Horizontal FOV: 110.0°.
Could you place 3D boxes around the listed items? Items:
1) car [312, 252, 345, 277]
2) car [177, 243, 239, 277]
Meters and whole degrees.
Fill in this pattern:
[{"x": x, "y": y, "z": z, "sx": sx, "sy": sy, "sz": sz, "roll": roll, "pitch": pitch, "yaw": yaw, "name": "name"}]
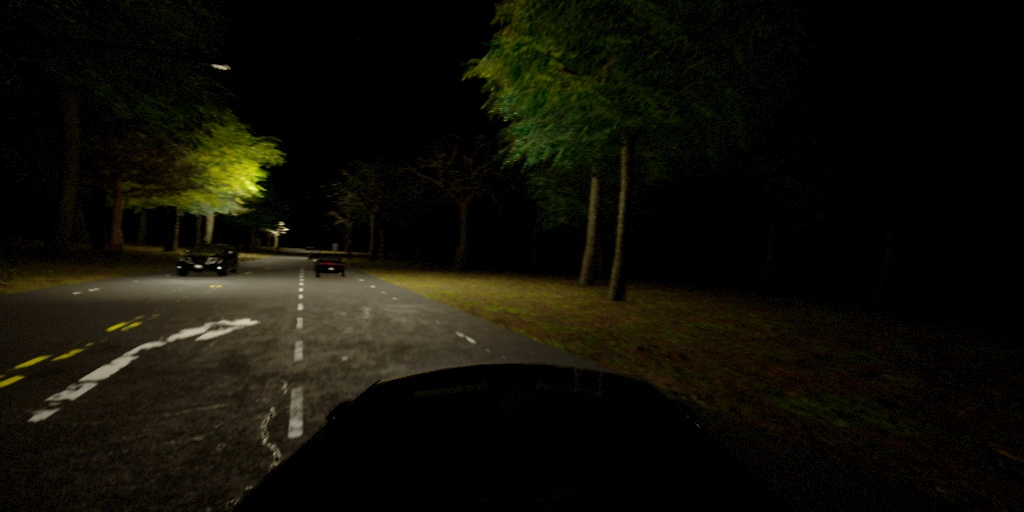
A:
[{"x": -14.047, "y": 0.711, "z": 27.562, "sx": 1.882, "sy": 1.535, "sz": 5.008, "roll": 3, "pitch": 0, "yaw": -30, "name": "car"}, {"x": -19.409, "y": 0.195, "z": 23.203, "sx": 2.150, "sy": 2.045, "sz": 5.566, "roll": 3, "pitch": 0, "yaw": -28, "name": "car"}]
